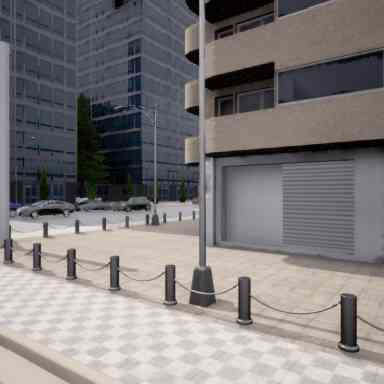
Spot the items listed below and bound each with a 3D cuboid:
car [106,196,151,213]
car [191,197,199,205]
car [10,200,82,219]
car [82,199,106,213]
[{"bbox_3d":[-6.626,1.298,36.442,2.097,1.767,4.553,0,0,36],"label":"car"},{"bbox_3d":[1.868,1.296,54.106,2.097,1.767,4.553,0,0,36],"label":"car"},{"bbox_3d":[-12.415,1.436,28.422,2.128,1.511,4.902,0,0,36],"label":"car"},{"bbox_3d":[-10.993,1.507,36.371,1.994,1.385,4.181,0,0,36],"label":"car"}]
